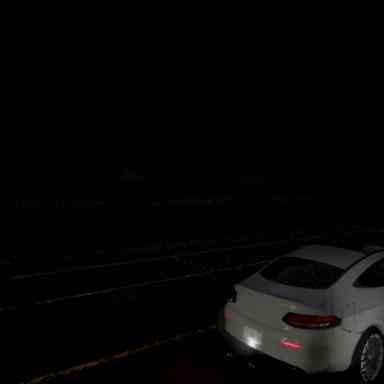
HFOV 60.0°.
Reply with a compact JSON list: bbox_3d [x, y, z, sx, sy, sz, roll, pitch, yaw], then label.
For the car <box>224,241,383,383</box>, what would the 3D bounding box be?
[{"bbox_3d":[2.593,1.524,5.283,4.674,1.442,1.812,0,0,-35],"label":"car"}]
